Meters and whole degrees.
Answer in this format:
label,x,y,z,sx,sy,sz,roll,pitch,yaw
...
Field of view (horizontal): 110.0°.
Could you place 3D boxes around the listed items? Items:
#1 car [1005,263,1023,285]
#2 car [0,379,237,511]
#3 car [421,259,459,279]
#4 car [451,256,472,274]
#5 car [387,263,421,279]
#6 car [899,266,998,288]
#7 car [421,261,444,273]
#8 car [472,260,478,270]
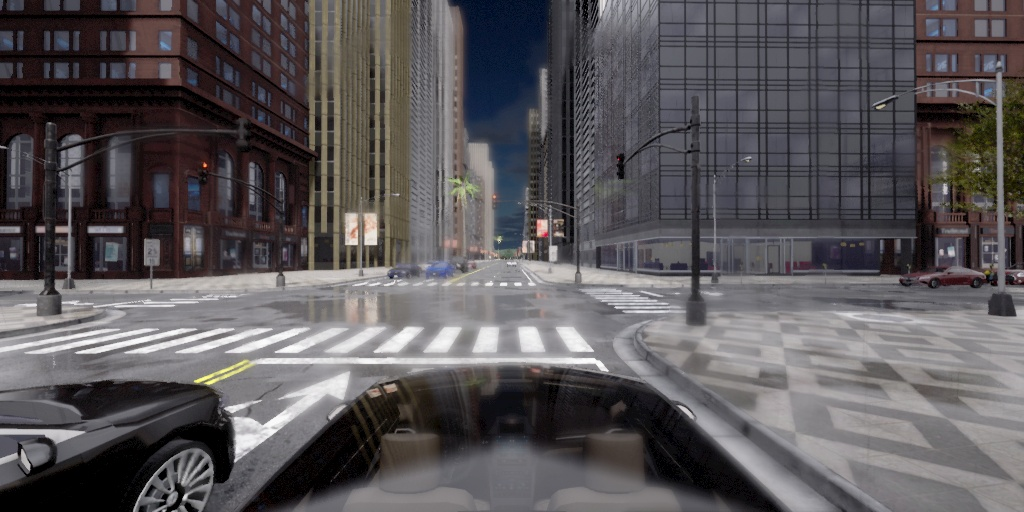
label,x,y,z,sx,sy,sz,roll,pitch,yaw
car,32.068,1.114,22.125,4.097,1.591,1.967,0,0,-1
car,-3.138,1.241,0.933,2.128,1.511,4.902,0,0,-1
car,-6.651,1.289,33.573,1.882,1.535,5.008,0,0,2
car,-6.674,1.066,44.434,2.150,2.045,5.566,0,0,0
car,-9.871,1.358,33.542,2.033,1.411,5.357,0,0,3
car,26.430,1.273,22.027,4.207,1.307,1.802,0,0,-1
car,-9.923,1.372,45.008,1.812,1.442,4.674,0,0,0
car,-6.673,1.422,57.546,1.812,1.442,4.674,0,0,0
